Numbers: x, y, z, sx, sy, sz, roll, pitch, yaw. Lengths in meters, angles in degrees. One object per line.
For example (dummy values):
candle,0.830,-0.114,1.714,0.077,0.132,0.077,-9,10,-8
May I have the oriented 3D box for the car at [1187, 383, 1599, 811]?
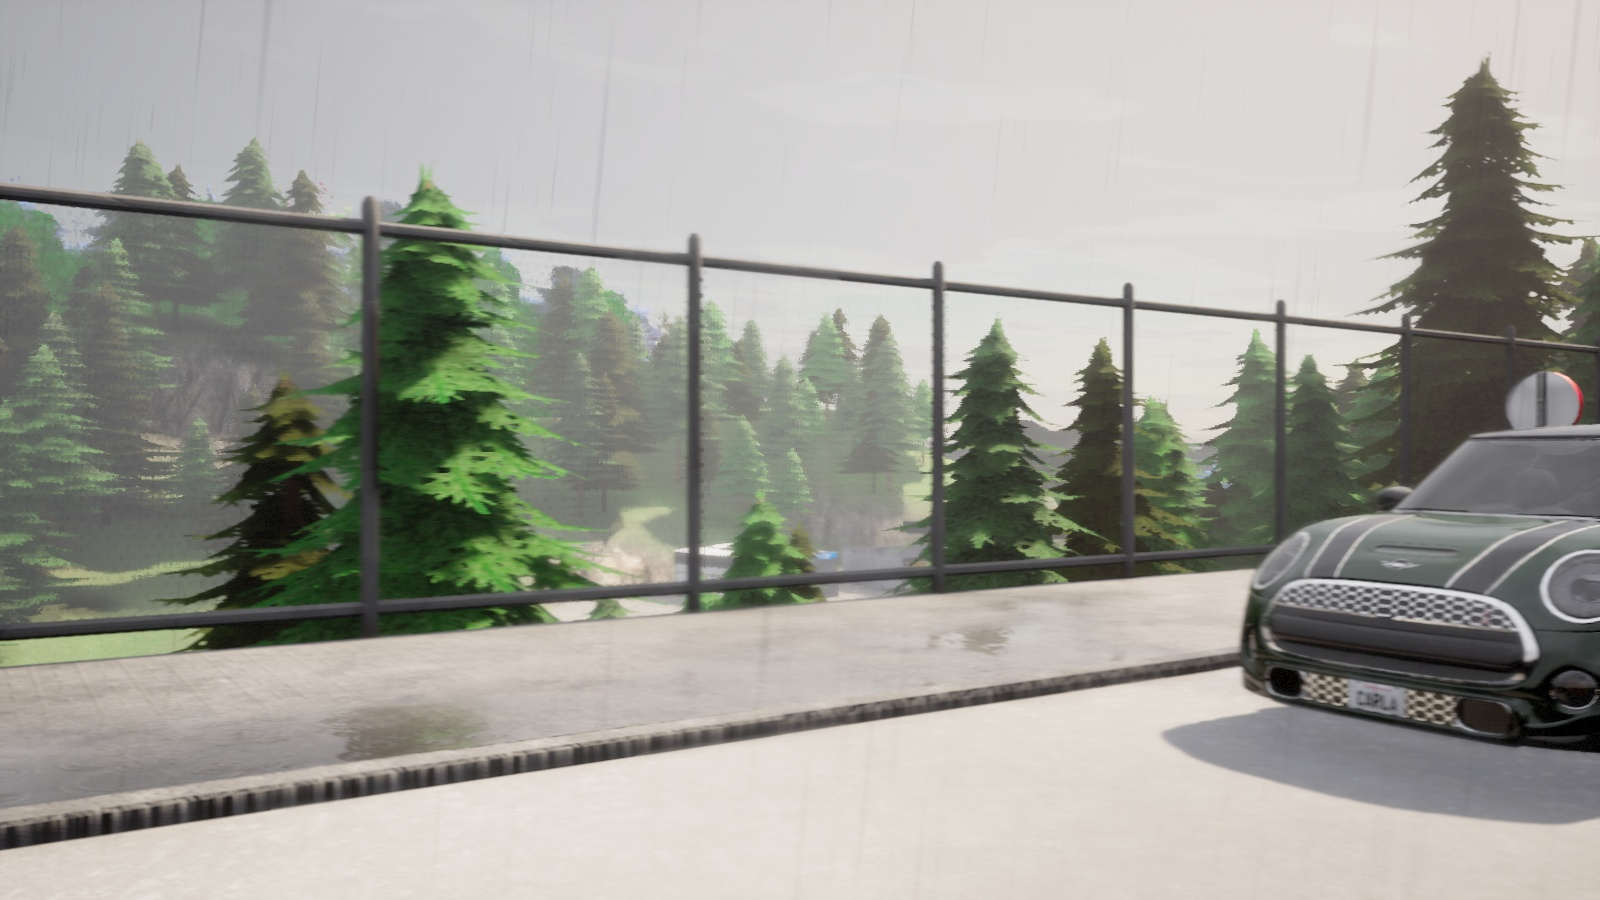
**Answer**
car,4.613,0.611,7.329,4.553,1.767,2.097,0,0,-34
